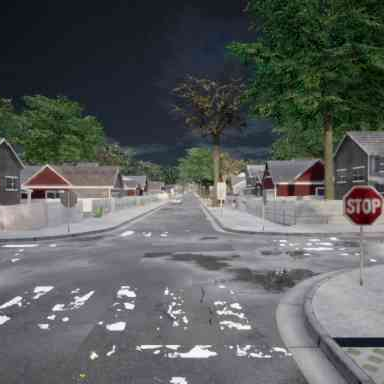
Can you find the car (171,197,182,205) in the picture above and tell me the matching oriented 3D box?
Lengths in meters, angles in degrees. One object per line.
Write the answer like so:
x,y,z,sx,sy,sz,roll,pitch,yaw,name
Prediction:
-2.805,1.583,60.453,1.895,1.301,4.718,0,0,0,car
